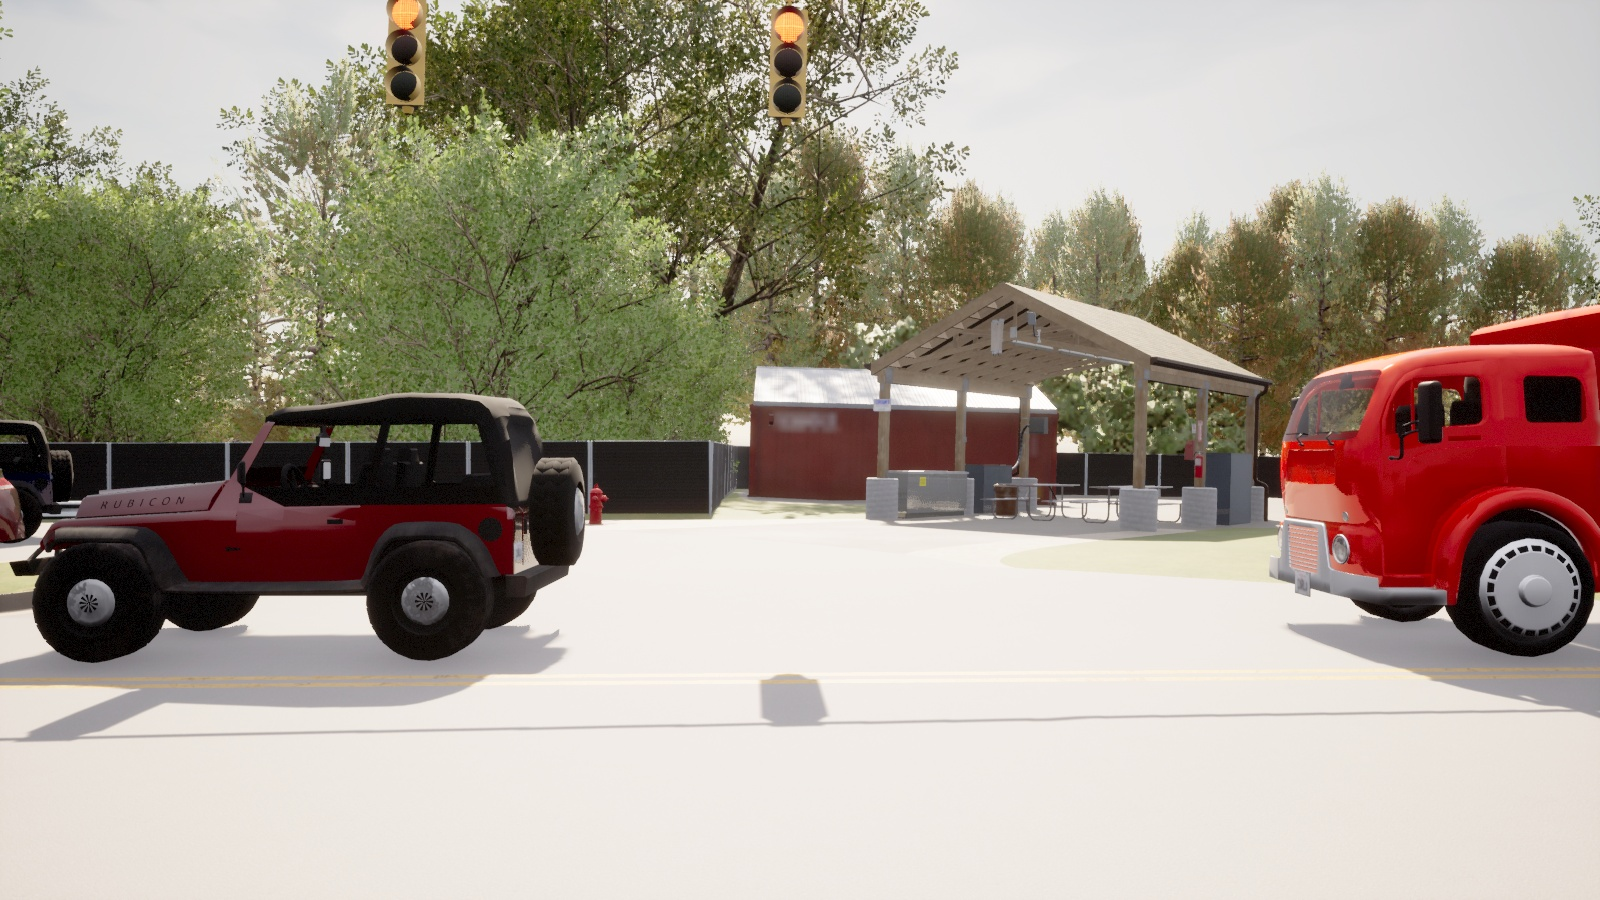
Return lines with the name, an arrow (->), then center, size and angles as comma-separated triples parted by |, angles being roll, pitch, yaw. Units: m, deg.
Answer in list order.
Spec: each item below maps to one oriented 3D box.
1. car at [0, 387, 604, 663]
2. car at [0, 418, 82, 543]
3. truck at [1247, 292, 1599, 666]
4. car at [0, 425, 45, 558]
car -> -3.577, 0.518, 9.586 | 3.866, 1.878, 1.905 | 0, 0, 0
car -> -13.277, 0.428, 19.139 | 3.866, 1.878, 1.905 | 1, 1, -36
truck -> 6.484, 0.191, 9.585 | 5.204, 2.467, 2.627 | 0, 0, 1
car -> -12.019, 0.471, 14.677 | 2.152, 1.651, 5.027 | 1, 0, 41
